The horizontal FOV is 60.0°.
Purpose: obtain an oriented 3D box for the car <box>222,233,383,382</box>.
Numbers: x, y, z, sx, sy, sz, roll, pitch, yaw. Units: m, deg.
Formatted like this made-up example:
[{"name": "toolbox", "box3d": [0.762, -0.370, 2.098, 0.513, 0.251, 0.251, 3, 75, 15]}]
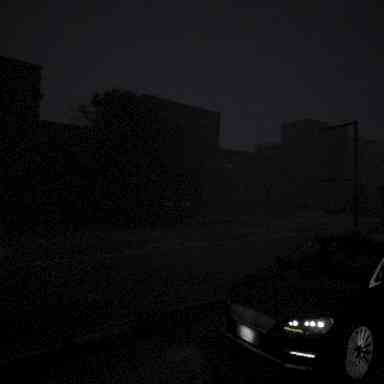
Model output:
[{"name": "car", "box3d": [2.691, 1.501, 5.530, 4.902, 1.511, 2.128, 0, 0, -35]}]
